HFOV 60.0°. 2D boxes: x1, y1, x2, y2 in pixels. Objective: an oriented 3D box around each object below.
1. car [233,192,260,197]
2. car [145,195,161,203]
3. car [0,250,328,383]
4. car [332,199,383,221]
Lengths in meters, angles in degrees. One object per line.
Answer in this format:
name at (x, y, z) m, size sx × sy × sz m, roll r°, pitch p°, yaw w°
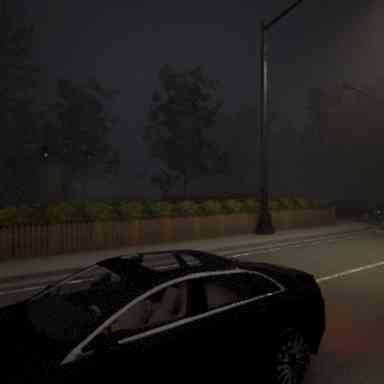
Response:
car at (6.382, 1.056, 34.134) m, size 2.150 × 2.045 × 5.566 m, roll 0°, pitch 0°, yaw -36°
car at (-6.439, 1.288, 57.827) m, size 1.882 × 1.535 × 5.008 m, roll 0°, pitch 0°, yaw -36°
car at (-0.537, 1.482, 3.608) m, size 4.902 × 1.511 × 2.128 m, roll 0°, pitch 0°, yaw -36°
car at (12.454, 1.338, 25.725) m, size 1.837 × 1.490 × 4.892 m, roll 0°, pitch 1°, yaw -35°
